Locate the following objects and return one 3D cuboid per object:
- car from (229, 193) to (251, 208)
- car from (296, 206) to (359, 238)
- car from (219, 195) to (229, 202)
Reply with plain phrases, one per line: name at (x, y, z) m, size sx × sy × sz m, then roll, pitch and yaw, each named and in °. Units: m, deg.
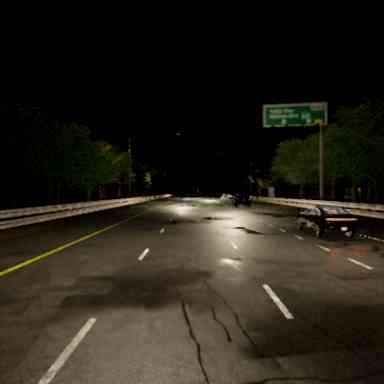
car at (7.099, 1.196, 48.186) m, size 2.150 × 2.045 × 5.566 m, roll 0°, pitch 0°, yaw 0°
car at (7.023, 1.487, 17.760) m, size 2.128 × 1.511 × 4.902 m, roll 0°, pitch 0°, yaw 0°
car at (7.159, 1.484, 72.244) m, size 1.812 × 1.442 × 4.674 m, roll 0°, pitch 0°, yaw 0°
